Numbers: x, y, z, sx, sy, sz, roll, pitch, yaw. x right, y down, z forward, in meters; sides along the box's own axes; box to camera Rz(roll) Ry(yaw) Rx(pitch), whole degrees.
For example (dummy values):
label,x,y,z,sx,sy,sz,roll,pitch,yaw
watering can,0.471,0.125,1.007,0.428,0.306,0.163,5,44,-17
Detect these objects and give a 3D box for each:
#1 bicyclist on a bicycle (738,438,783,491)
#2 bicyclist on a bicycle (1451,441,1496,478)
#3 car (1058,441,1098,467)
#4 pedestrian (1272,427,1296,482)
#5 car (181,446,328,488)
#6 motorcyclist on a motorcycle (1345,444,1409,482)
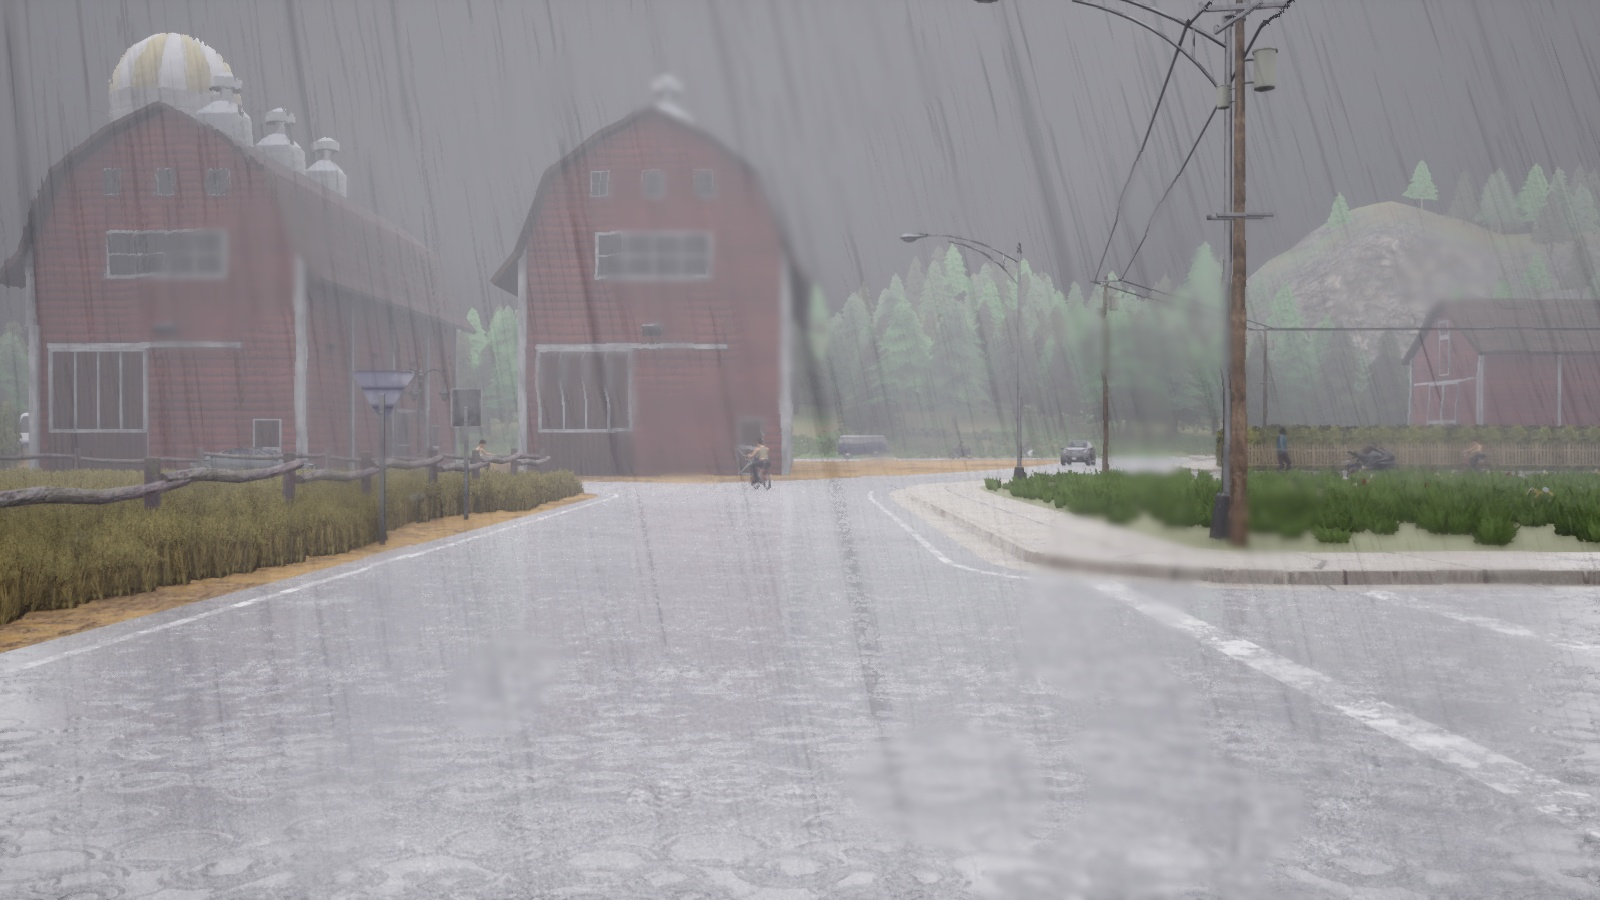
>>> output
label,x,y,z,sx,sy,sz,roll,pitch,yaw
bicyclist on a bicycle,-1.263,0.447,39.593,0.866,1.612,1.509,-2,1,-25
bicyclist on a bicycle,29.025,0.401,54.135,1.509,1.612,0.866,0,0,0
car,16.307,0.211,73.600,1.845,1.501,3.633,0,0,20
pedestrian,17.037,0.153,44.229,0.692,1.930,0.396,0,0,-5
car,-18.576,0.553,42.928,4.181,1.385,1.994,0,0,-4
motorcyclist on a motorcycle,23.253,0.514,50.627,2.191,1.530,0.866,0,0,2
